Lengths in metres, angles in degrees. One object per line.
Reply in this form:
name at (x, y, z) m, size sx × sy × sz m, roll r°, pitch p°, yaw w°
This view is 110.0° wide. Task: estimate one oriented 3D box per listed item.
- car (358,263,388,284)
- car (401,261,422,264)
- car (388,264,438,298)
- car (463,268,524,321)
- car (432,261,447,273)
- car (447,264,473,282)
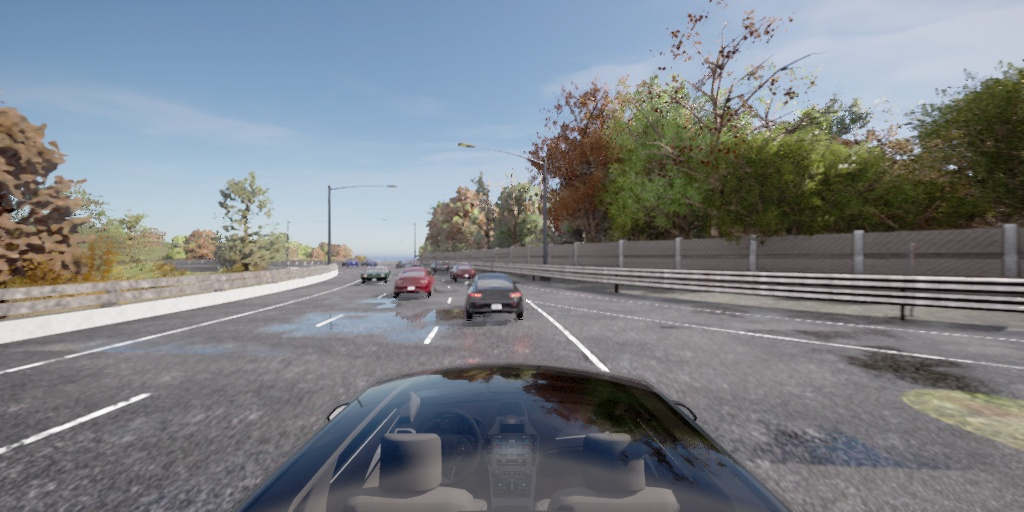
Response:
car at (-10.717, 1.467, 28.538) m, size 1.895 × 1.301 × 4.718 m, roll 0°, pitch 0°, yaw -15°
car at (-10.796, 1.400, 39.814) m, size 2.128 × 1.511 × 4.902 m, roll 0°, pitch 0°, yaw -21°
car at (-5.084, 1.348, 19.014) m, size 1.812 × 1.442 × 4.674 m, roll 0°, pitch 0°, yaw -9°
car at (-0.688, 1.318, 12.698) m, size 1.812 × 1.442 × 4.674 m, roll 0°, pitch 0°, yaw -6°
car at (-9.255, 1.419, 45.346) m, size 2.128 × 1.511 × 4.902 m, roll 0°, pitch 0°, yaw -23°
car at (-4.175, 1.390, 30.550) m, size 1.812 × 1.442 × 4.674 m, roll 0°, pitch 0°, yaw -15°
